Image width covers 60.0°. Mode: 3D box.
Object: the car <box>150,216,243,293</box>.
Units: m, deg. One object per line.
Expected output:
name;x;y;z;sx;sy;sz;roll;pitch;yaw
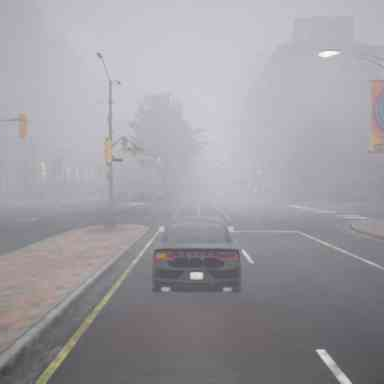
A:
car;0.110;1.349;8.583;1.882;1.535;5.008;0;1;1

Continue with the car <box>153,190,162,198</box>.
car;-7.752;0.510;67.013;1.837;1.490;4.892;0;2;0

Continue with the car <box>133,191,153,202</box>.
car;-7.879;0.730;51.425;2.128;1.511;4.902;0;1;1

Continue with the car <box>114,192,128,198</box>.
car;-14.490;0.590;67.956;1.895;1.301;4.718;0;1;0
